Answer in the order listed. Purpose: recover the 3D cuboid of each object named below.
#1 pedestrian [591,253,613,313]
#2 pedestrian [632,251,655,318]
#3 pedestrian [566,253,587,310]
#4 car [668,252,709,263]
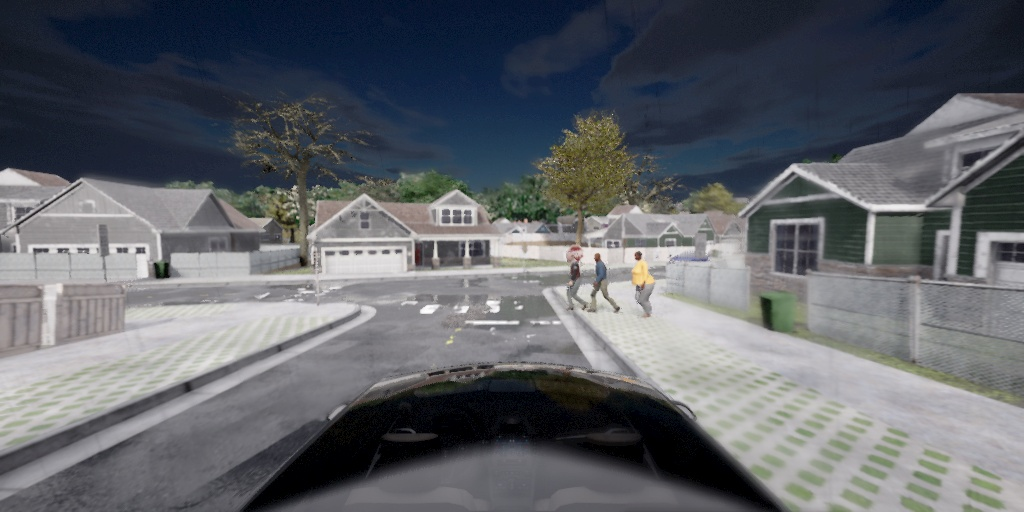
[{"bbox_3d":[2.548,0.730,10.278,0.375,1.860,0.375,-3,4,0],"label":"pedestrian"},{"bbox_3d":[3.510,0.745,9.613,0.375,1.860,0.375,-3,4,0],"label":"pedestrian"},{"bbox_3d":[1.919,0.717,10.817,0.375,1.860,0.375,-3,4,0],"label":"pedestrian"},{"bbox_3d":[16.481,0.341,33.323,4.674,1.442,1.812,-2,5,-33],"label":"car"}]
